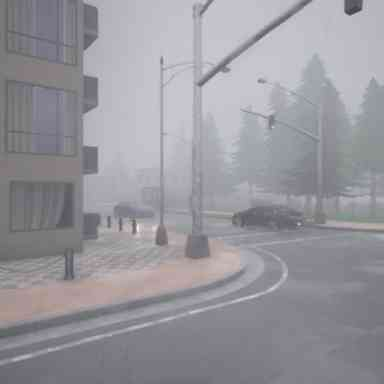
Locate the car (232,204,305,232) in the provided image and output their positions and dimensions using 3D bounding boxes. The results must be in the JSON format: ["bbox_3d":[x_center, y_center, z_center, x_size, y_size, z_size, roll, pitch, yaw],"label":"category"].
[{"bbox_3d":[4.498,1.503,20.260,1.837,1.490,4.892,0,0,-35],"label":"car"}]

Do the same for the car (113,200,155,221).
[{"bbox_3d":[-4.813,1.469,27.340,1.882,1.535,5.008,0,0,-35],"label":"car"}]
